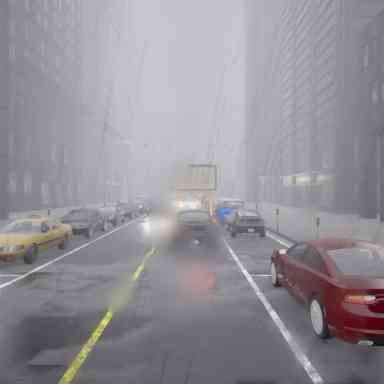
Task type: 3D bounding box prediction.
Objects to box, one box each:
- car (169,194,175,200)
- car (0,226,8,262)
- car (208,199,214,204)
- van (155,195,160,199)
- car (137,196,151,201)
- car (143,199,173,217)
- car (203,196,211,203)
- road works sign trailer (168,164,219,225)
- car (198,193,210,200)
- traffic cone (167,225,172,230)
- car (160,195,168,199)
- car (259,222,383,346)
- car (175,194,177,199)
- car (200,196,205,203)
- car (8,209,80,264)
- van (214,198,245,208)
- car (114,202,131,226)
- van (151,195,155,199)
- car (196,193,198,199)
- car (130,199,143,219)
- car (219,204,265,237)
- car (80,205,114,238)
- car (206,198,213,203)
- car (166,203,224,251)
[{"bbox_3d":[-5.835,1.618,79.662,1.887,1.381,4.507,0,0,0],"label":"car"},{"bbox_3d":[-5.770,1.566,6.387,1.947,1.339,4.313,0,0,0],"label":"car"},{"bbox_3d":[2.734,1.560,28.957,2.008,1.369,4.403,0,0,0],"label":"car"},{"bbox_3d":[-5.806,1.367,45.843,1.690,1.788,3.998,0,0,0],"label":"van"},{"bbox_3d":[-5.796,1.454,34.570,1.967,1.590,4.097,0,0,0],"label":"car"},{"bbox_3d":[-3.130,1.612,31.394,1.895,1.301,4.718,0,0,0],"label":"car"},{"bbox_3d":[2.725,1.570,40.229,2.008,1.369,4.403,0,0,0],"label":"car"},{"bbox_3d":[0.149,0.320,17.903,2.380,3.560,2.880,0,0,8],"label":"road works sign trailer"},{"bbox_3d":[2.704,1.361,62.774,2.192,1.841,5.009,0,0,0],"label":"car"},{"bbox_3d":[-1.304,2.076,17.425,0.340,0.340,0.580,0,0,3],"label":"traffic cone"},{"bbox_3d":[-5.816,1.354,57.115,2.192,1.841,5.009,0,0,0],"label":"car"},{"bbox_3d":[2.755,1.545,6.412,1.887,1.381,4.507,0,0,0],"label":"car"},{"bbox_3d":[-5.845,1.660,90.935,1.947,1.339,4.313,0,0,0],"label":"car"},{"bbox_3d":[2.715,1.576,51.502,1.887,1.381,4.507,0,0,0],"label":"car"},{"bbox_3d":[-5.775,1.527,11.853,1.752,1.417,4.829,0,0,0],"label":"car"},{"bbox_3d":[2.739,1.347,23.320,1.690,1.788,3.998,0,0,0],"label":"van"},{"bbox_3d":[-5.785,1.588,23.297,1.802,1.307,4.206,0,0,0],"label":"car"},{"bbox_3d":[-5.801,1.361,40.206,1.690,1.788,3.998,0,0,0],"label":"van"},{"bbox_3d":[2.684,1.609,85.489,1.752,1.417,4.829,0,0,0],"label":"car"},{"bbox_3d":[-5.790,1.576,28.933,1.947,1.339,4.313,0,0,0],"label":"car"},{"bbox_3d":[2.745,1.554,17.684,2.008,1.369,4.403,0,0,0],"label":"car"},{"bbox_3d":[-5.780,1.569,17.659,1.947,1.339,4.313,0,0,0],"label":"car"},{"bbox_3d":[2.730,1.596,34.593,1.802,1.307,4.206,0,0,0],"label":"car"},{"bbox_3d":[0.082,1.487,14.036,1.837,1.490,4.892,0,1,-1],"label":"car"}]
